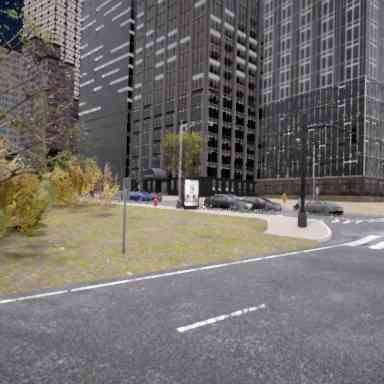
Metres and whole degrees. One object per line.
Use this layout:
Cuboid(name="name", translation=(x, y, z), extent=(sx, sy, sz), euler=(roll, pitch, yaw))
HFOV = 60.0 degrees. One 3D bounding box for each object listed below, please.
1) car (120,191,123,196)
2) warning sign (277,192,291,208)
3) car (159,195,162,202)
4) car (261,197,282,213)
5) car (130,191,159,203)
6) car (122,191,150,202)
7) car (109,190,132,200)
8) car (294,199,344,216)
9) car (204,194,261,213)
Cuboid(name="car", translation=(-11.105, 0.554, 45.867), extent=(2.128, 1.511, 4.902), euler=(3, -1, -41))
Cuboid(name="warning sign", translation=(10.961, 0.978, 39.545), extent=(1.300, 1.860, 1.060), euler=(1, -1, -40))
Cuboid(name="car", translation=(-6.800, 0.855, 55.895), extent=(1.812, 1.442, 4.674), euler=(3, -1, -41))
Cuboid(name="car", translation=(6.068, 1.119, 30.578), extent=(1.812, 1.442, 4.674), euler=(3, -1, -39))
Cuboid(name="car", translation=(-7.194, 0.697, 46.319), extent=(1.882, 1.535, 5.008), euler=(3, -1, -41))
Cuboid(name="car", translation=(-9.120, 0.708, 53.621), extent=(2.128, 1.511, 4.902), euler=(3, -1, -41))
Cuboid(name="car", translation=(-13.627, 0.495, 63.390), extent=(2.097, 1.767, 4.553), euler=(3, -1, -43))
Cuboid(name="car", translation=(11.143, 1.345, 29.430), extent=(1.994, 1.385, 4.181), euler=(3, -1, -36))
Cuboid(name="car", translation=(3.156, 0.957, 29.013), extent=(2.128, 1.511, 4.902), euler=(3, -1, -39))
